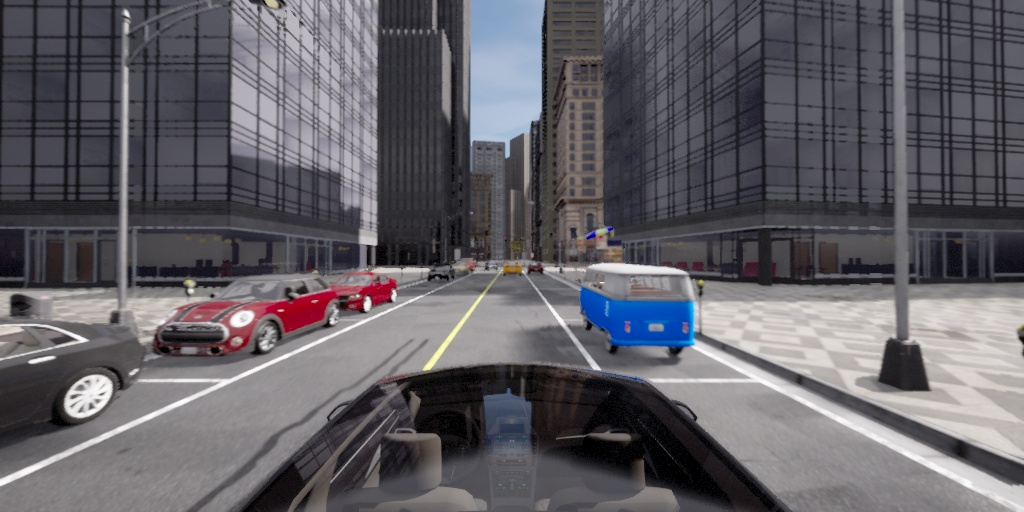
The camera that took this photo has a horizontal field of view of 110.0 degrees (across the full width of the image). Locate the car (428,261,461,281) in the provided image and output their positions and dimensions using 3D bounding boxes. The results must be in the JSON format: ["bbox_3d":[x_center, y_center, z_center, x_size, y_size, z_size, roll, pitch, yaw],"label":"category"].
[{"bbox_3d":[-5.863,1.352,30.332,1.948,1.339,4.313,0,0,0],"label":"car"}]

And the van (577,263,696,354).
[{"bbox_3d":[2.667,1.091,8.493,1.690,1.789,3.998,0,0,0],"label":"van"}]

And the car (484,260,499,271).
[{"bbox_3d":[-3.012,1.368,53.299,2.128,1.511,4.902,0,0,0],"label":"car"}]

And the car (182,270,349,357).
[{"bbox_3d":[-5.858,1.190,8.497,1.967,1.591,4.097,0,0,0],"label":"car"}]

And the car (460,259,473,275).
[{"bbox_3d":[-5.865,1.348,41.080,1.751,1.417,4.829,0,0,0],"label":"car"}]

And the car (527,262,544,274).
[{"bbox_3d":[2.661,1.368,41.249,1.888,1.381,4.507,0,0,0],"label":"car"}]

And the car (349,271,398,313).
[{"bbox_3d":[-5.860,1.300,13.956,1.888,1.381,4.507,0,0,0],"label":"car"}]

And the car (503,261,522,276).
[{"bbox_3d":[0.056,1.288,37.908,1.882,1.535,5.008,0,0,0],"label":"car"}]

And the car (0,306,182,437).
[{"bbox_3d":[-5.857,1.300,3.038,2.007,1.370,4.403,0,0,0],"label":"car"}]

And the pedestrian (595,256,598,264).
[{"bbox_3d":[5.487,0.911,23.080,0.375,1.860,0.375,1,-1,-18],"label":"pedestrian"}]

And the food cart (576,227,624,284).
[{"bbox_3d":[5.631,0.232,21.767,2.280,3.560,4.660,0,0,0],"label":"food cart"}]

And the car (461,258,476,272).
[{"bbox_3d":[-5.866,1.160,46.709,2.192,1.841,5.009,0,0,0],"label":"car"}]
